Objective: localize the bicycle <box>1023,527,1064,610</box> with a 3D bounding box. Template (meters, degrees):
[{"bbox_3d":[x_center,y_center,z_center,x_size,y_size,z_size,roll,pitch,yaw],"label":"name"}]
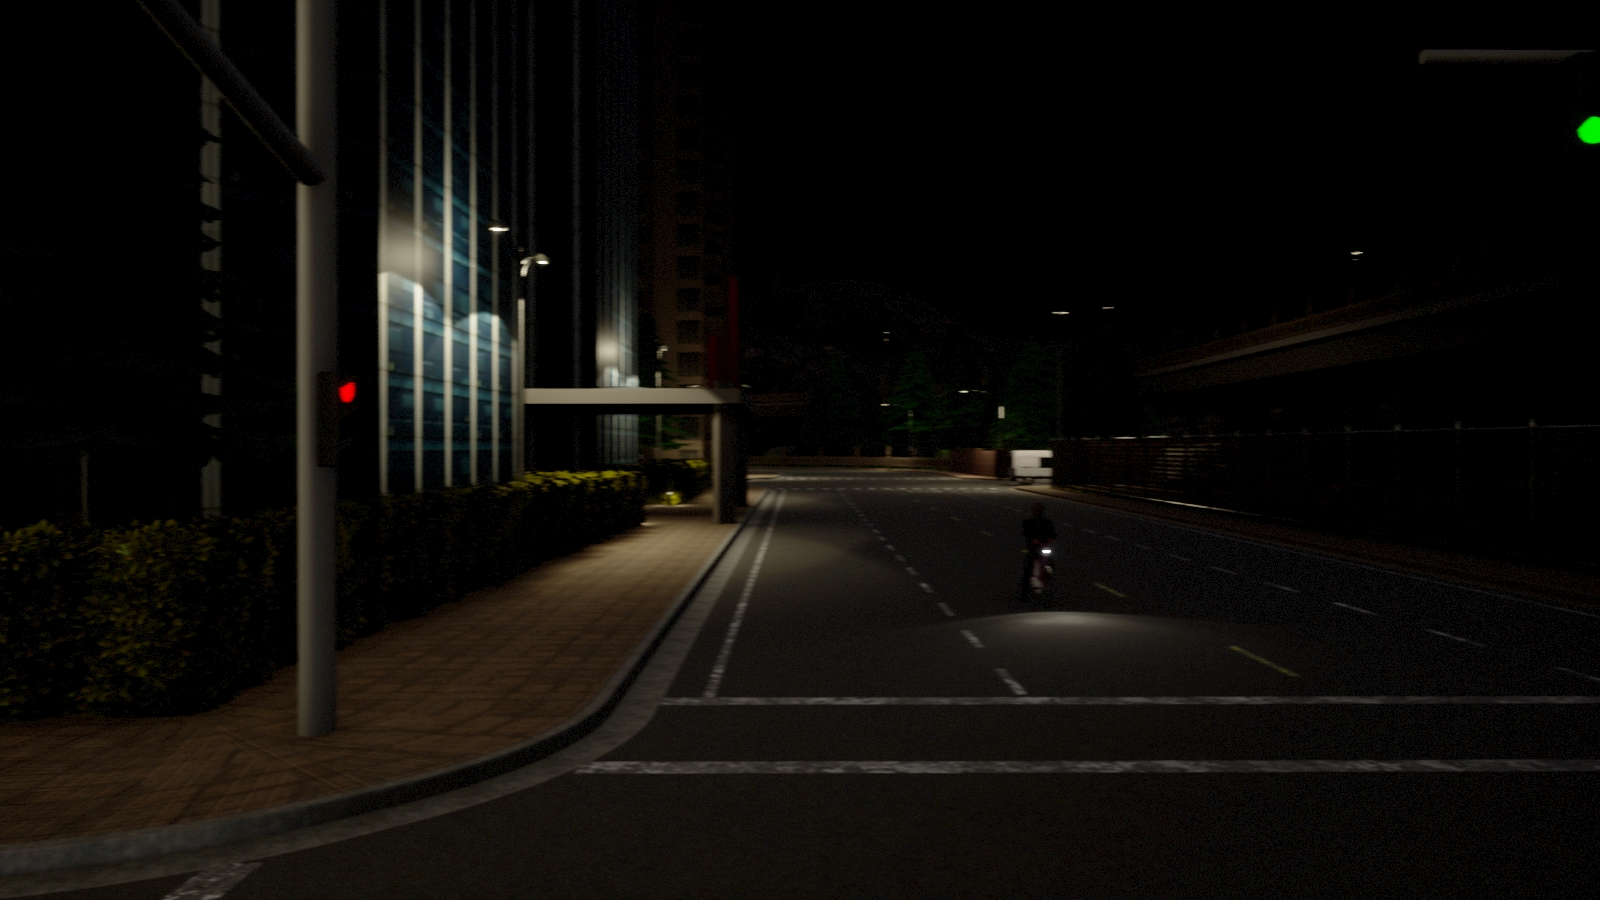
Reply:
[{"bbox_3d":[4.247,2.048,20.041,0.329,1.271,1.835,0,0,0],"label":"bicycle"}]
